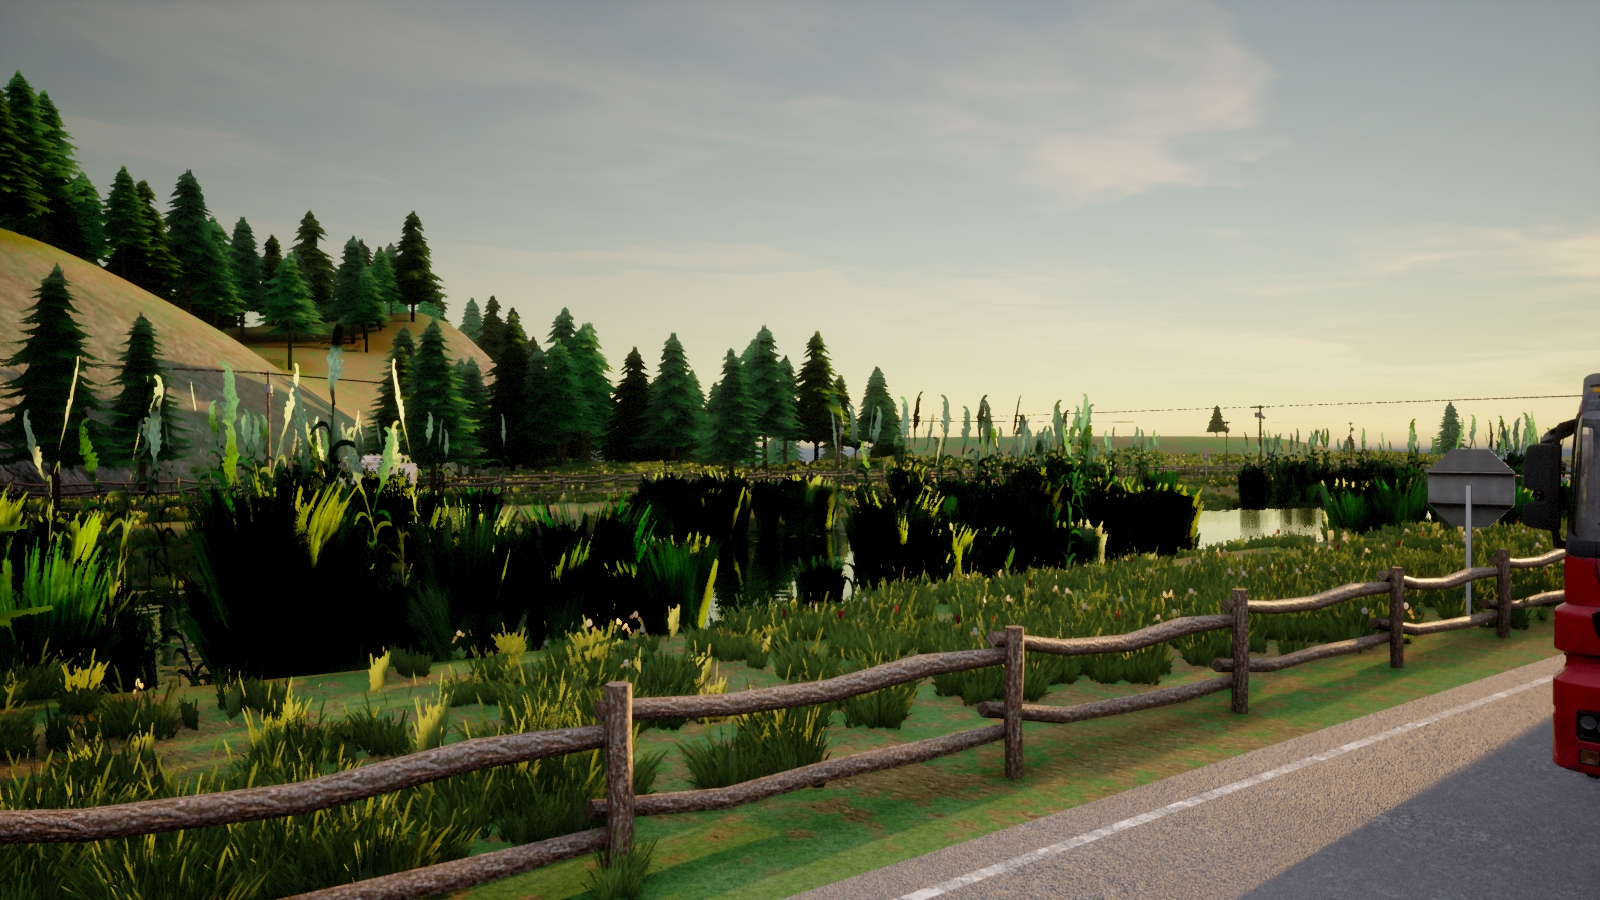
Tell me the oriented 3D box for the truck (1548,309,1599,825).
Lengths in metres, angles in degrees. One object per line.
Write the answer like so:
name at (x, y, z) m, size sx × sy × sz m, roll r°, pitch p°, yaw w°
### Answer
truck at (9.529, 0.862, 10.954) m, size 2.891 × 3.827 × 8.468 m, roll 0°, pitch 0°, yaw 40°

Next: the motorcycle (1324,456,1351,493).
motorcycle at (35.021, 1.577, 74.470) m, size 2.033 × 2.348 × 0.803 m, roll 0°, pitch 0°, yaw -39°
